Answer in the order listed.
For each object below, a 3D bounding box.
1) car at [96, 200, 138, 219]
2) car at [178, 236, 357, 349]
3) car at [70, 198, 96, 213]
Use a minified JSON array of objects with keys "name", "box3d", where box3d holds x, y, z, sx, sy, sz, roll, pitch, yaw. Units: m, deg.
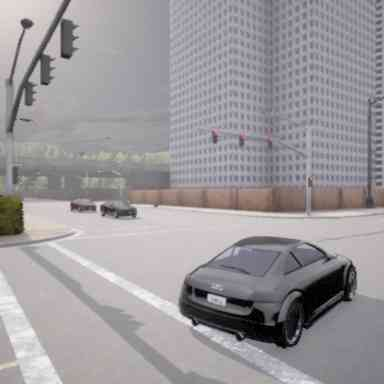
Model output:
[{"name":"car","box3d":[-6.545,1.465,29.515,1.882,1.535,5.008,0,0,-35]},{"name":"car","box3d":[1.678,1.557,6.436,1.994,1.385,4.181,0,0,41]},{"name":"car","box3d":[-12.365,1.468,37.863,1.882,1.535,5.008,0,0,-35]}]
